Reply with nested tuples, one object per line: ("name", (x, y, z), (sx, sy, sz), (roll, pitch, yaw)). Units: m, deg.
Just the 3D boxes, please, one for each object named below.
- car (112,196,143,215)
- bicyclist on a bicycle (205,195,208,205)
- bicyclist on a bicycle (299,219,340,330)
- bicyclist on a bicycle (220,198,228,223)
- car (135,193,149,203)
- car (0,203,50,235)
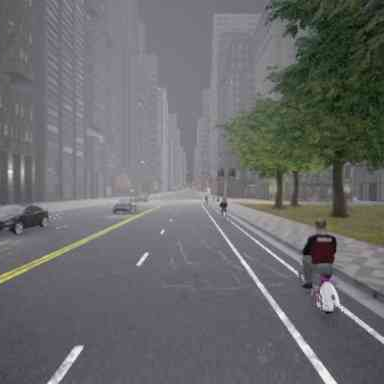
("car", (-6.593, 1.462, 33.384), (2.033, 1.411, 5.357), (0, 0, 0))
("bicyclist on a bicycle", (2.287, 1.348, 52.312), (0.582, 1.620, 1.656), (0, 0, 0))
("bicyclist on a bicycle", (2.239, 1.354, 6.002), (0.659, 1.776, 1.843), (0, 0, 0))
("bicyclist on a bicycle", (2.299, 1.305, 24.213), (0.659, 1.776, 1.843), (0, 0, -1))
("car", (-9.739, 1.219, 64.948), (2.150, 2.045, 5.566), (0, 0, 0))
("car", (-9.847, 1.425, 18.795), (1.882, 1.535, 5.008), (0, 0, 0))
